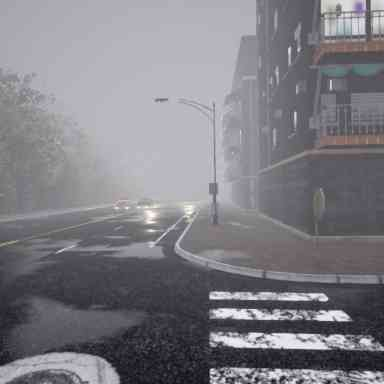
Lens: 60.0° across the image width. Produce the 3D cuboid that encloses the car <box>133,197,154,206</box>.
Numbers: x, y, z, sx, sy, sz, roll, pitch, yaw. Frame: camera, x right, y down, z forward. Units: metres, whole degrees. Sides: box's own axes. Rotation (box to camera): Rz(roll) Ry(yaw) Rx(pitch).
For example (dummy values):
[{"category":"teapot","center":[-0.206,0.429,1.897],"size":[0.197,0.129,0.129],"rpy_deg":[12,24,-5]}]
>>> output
[{"category":"car","center":[-7.436,1.551,53.623],"size":[2.033,1.411,5.357],"rpy_deg":[-1,0,3]}]

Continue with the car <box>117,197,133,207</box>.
[{"category":"car","center":[-10.681,1.526,53.810],"size":[1.882,1.535,5.008],"rpy_deg":[-1,0,3]}]
